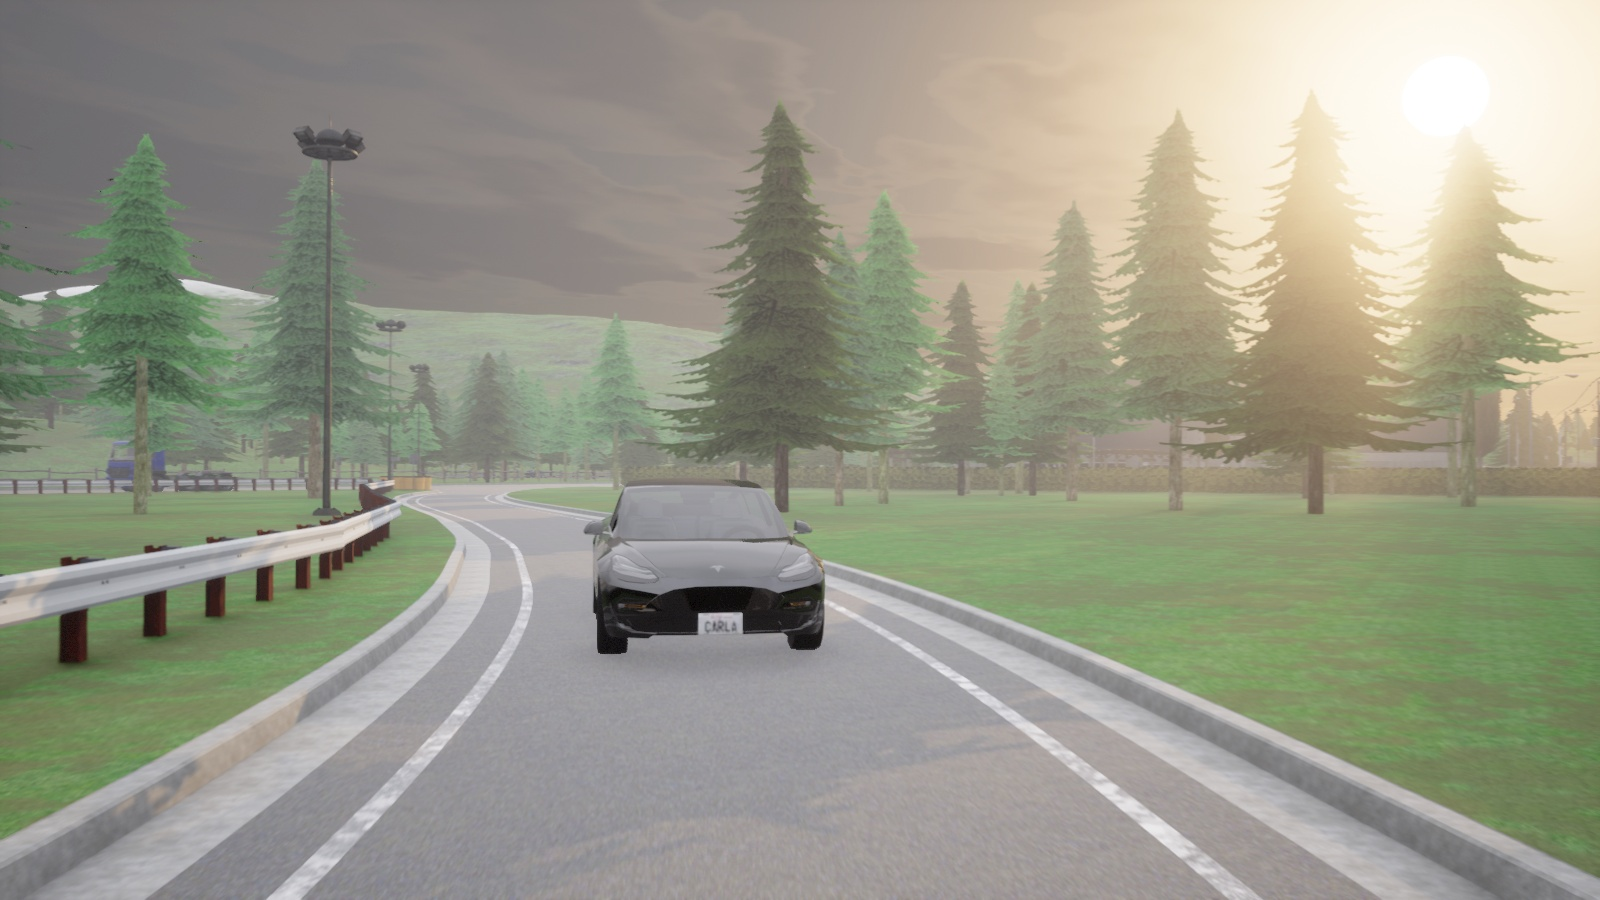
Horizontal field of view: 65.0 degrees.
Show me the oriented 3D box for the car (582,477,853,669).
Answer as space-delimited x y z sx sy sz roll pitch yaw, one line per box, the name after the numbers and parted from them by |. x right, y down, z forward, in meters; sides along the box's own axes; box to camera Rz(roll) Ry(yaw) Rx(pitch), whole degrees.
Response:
-1.058 1.028 12.479 2.163 1.488 4.792 0 -1 -10 | car

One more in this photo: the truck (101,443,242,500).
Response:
-40.649 1.390 81.539 2.891 3.462 7.936 -1 -1 28 | truck
